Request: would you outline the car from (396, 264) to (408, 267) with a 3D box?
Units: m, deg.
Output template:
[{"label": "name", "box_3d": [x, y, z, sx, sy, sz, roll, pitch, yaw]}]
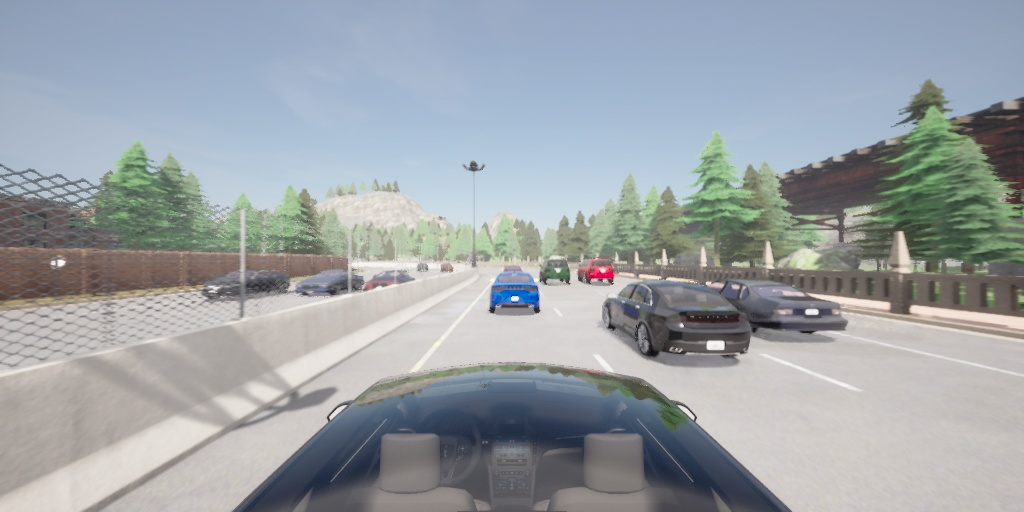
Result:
[{"label": "car", "box_3d": [-18.396, 2.003, 59.947, 1.895, 1.301, 4.718, 0, -1, -17]}]

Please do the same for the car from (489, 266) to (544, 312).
[{"label": "car", "box_3d": [0.101, 1.377, 15.097, 1.882, 1.535, 5.008, 0, -1, 0]}]

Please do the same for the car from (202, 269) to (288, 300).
[{"label": "car", "box_3d": [-14.103, 1.439, 19.375, 2.128, 1.511, 4.902, 0, -1, 0]}]

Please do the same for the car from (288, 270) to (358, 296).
[{"label": "car", "box_3d": [-10.597, 1.519, 21.482, 2.033, 1.411, 5.357, 0, -1, 0]}]

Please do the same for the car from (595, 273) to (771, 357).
[{"label": "car", "box_3d": [3.594, 1.335, 8.742, 1.837, 1.490, 4.892, 0, 0, 0]}]

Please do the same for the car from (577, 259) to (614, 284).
[{"label": "car", "box_3d": [7.085, 1.295, 30.688, 2.150, 2.045, 5.566, 0, -1, -1]}]

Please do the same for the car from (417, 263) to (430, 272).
[{"label": "car", "box_3d": [-15.187, 1.921, 61.354, 1.837, 1.490, 4.892, 1, -1, -17]}]

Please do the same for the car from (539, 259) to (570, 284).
[{"label": "car", "box_3d": [3.585, 1.295, 30.677, 2.150, 2.045, 5.566, 0, -1, -1]}]

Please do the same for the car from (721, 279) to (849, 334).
[{"label": "car", "box_3d": [7.101, 1.401, 11.000, 2.033, 1.411, 5.357, 0, -1, 0]}]

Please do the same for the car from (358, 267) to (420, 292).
[{"label": "car", "box_3d": [-7.109, 1.532, 21.221, 1.994, 1.385, 4.181, 0, -1, 0]}]

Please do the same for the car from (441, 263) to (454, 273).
[{"label": "car", "box_3d": [-10.422, 1.855, 57.764, 1.882, 1.535, 5.008, 1, -1, -14]}]
